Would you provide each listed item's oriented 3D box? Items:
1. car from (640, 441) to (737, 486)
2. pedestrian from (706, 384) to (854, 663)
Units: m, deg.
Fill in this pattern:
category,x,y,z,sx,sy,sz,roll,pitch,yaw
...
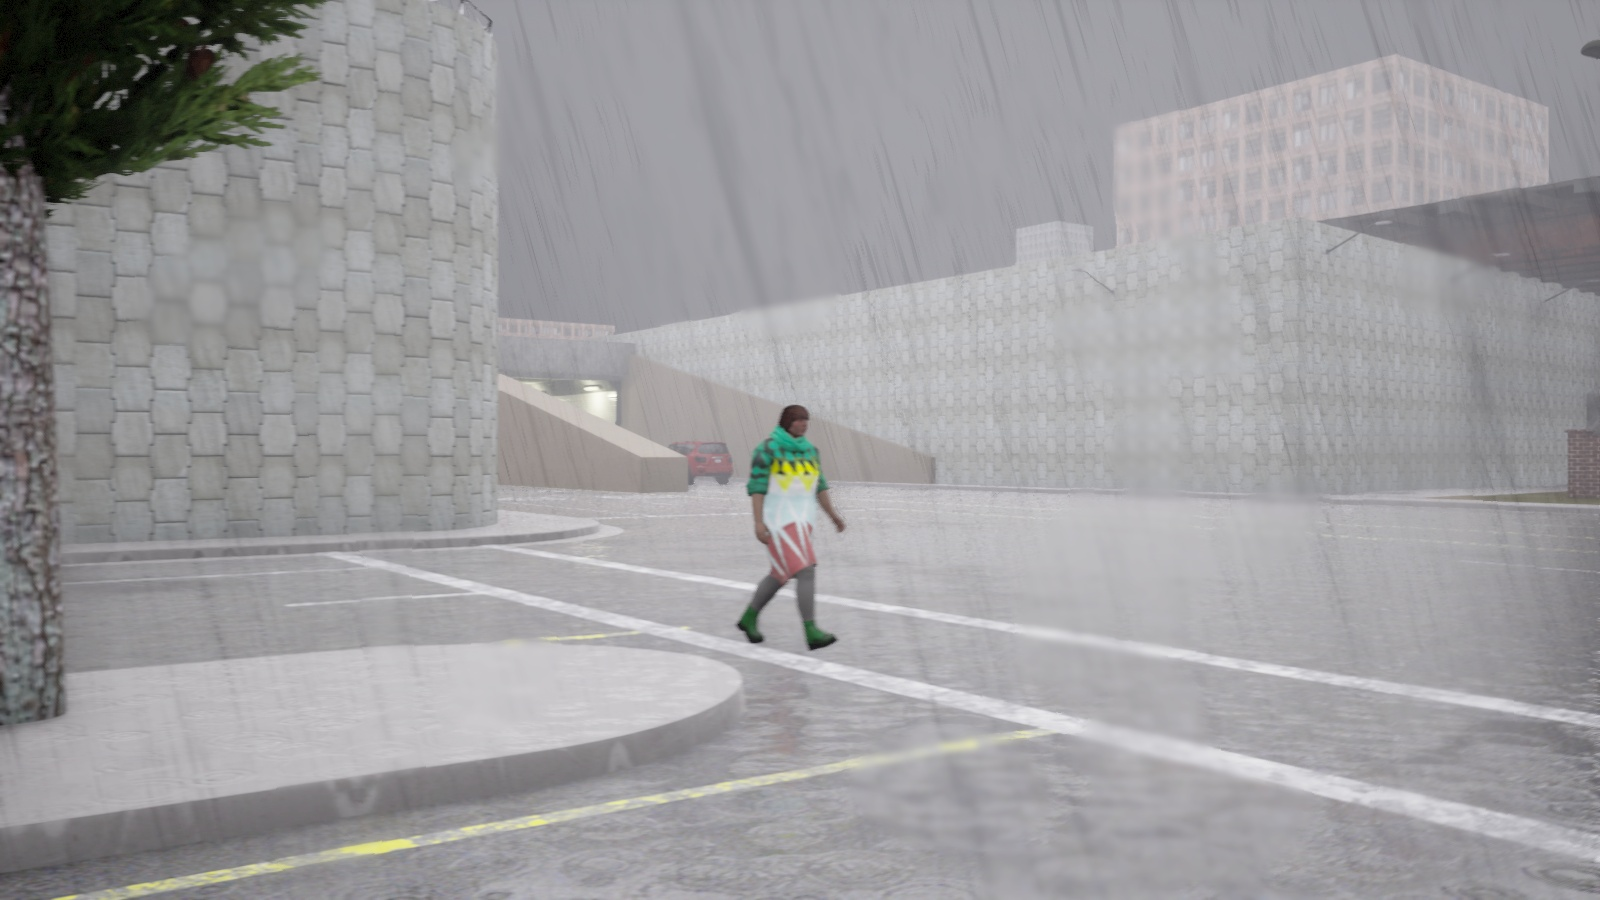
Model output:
category,x,y,z,sx,sy,sz,roll,pitch,yaw
car,-5.394,0.622,60.102,2.150,2.045,5.566,0,0,-34
pedestrian,-0.152,0.513,9.310,0.873,1.952,0.659,0,0,40
